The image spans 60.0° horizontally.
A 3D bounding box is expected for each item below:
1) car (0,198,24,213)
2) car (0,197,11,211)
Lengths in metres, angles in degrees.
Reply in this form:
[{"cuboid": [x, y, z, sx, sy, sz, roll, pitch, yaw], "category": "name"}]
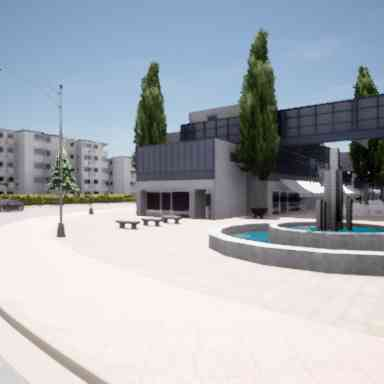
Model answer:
[{"cuboid": [-22.388, 1.692, 39.973, 1.837, 1.490, 4.892, -1, 0, 12], "category": "car"}, {"cuboid": [-25.478, 1.551, 41.980, 2.097, 1.767, 4.553, 0, 0, 13], "category": "car"}]
